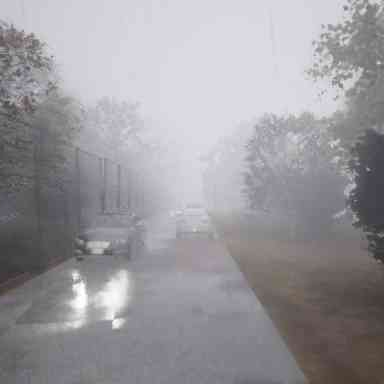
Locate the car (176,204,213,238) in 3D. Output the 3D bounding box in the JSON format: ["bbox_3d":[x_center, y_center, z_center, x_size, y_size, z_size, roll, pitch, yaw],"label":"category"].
[{"bbox_3d":[0.128,1.600,18.130,1.812,1.442,4.674,0,0,0],"label":"car"}]

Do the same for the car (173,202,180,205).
[{"bbox_3d":[-2.530,1.933,53.969,2.128,1.511,4.902,0,-1,0],"label":"car"}]

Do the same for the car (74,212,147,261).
[{"bbox_3d":[-2.833,1.525,12.436,2.128,1.511,4.902,0,0,0],"label":"car"}]
